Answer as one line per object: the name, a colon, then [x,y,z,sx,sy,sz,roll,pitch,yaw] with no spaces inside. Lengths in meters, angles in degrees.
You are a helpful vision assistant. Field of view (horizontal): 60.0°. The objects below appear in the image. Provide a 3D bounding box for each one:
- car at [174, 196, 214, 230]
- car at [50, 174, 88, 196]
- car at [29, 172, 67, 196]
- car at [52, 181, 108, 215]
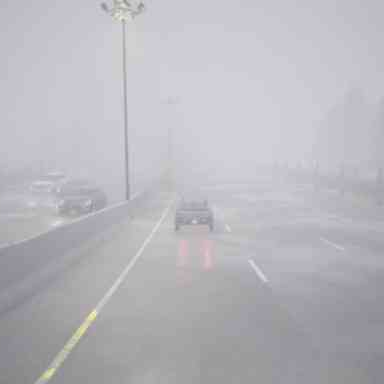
car: [0.102,0.955,16.967,2.128,1.511,4.902,0,4,0]
car: [-10.572,-0.365,30.163,2.097,1.767,4.553,0,7,0]
car: [-14.065,-0.865,33.216,2.150,2.045,5.566,0,8,0]
car: [-7.085,0.445,22.020,2.097,1.767,4.553,0,5,0]
